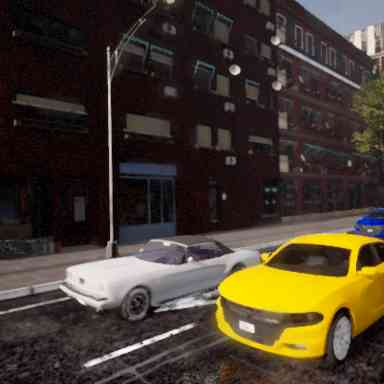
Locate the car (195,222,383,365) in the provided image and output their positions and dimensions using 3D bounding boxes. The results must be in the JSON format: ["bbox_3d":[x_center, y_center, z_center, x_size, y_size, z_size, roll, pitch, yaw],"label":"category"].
[{"bbox_3d":[2.567,1.561,6.227,5.008,1.535,1.882,0,-1,-43],"label":"car"}]

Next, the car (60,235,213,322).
[{"bbox_3d":[-0.481,1.765,7.822,4.718,1.301,1.895,0,-1,-43],"label":"car"}]

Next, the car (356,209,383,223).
[{"bbox_3d":[10.668,1.652,18.235,5.008,1.535,1.882,0,-1,-43],"label":"car"}]
